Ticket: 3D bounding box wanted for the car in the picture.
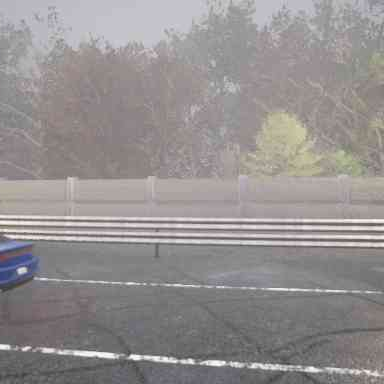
[{"bbox_3d":[-5.944,1.479,7.361,5.008,1.535,1.882,0,0,11],"label":"car"}]
